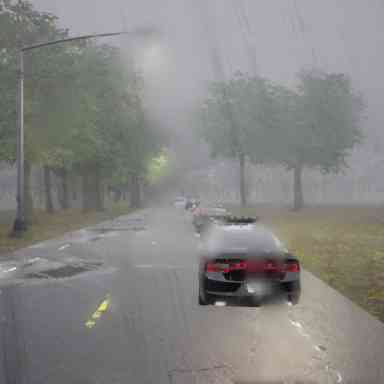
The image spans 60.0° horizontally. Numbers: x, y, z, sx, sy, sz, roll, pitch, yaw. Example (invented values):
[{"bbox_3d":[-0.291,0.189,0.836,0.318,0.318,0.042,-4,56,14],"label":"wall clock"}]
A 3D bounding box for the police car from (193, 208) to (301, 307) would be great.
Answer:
[{"bbox_3d":[1.076,1.423,8.184,1.930,1.638,5.238,0,0,0],"label":"police car"}]

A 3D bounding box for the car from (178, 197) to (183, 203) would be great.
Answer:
[{"bbox_3d":[-3.234,1.952,84.524,1.882,1.535,5.008,0,-1,0],"label":"car"}]

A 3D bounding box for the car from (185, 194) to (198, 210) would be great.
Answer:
[{"bbox_3d":[0.188,1.471,45.534,2.097,1.767,4.553,0,0,1],"label":"car"}]

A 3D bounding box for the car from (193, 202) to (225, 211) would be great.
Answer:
[{"bbox_3d":[1.107,1.503,18.075,1.837,1.490,4.892,0,0,0],"label":"car"}]

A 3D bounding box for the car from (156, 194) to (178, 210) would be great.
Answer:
[{"bbox_3d":[-3.461,1.332,44.474,2.150,2.045,5.566,0,0,0],"label":"car"}]

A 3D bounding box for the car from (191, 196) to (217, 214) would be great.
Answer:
[{"bbox_3d":[1.125,1.356,24.047,2.097,1.767,4.553,0,0,0],"label":"car"}]

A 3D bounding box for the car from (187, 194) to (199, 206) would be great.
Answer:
[{"bbox_3d":[0.187,1.463,59.521,2.150,2.045,5.566,0,-1,0],"label":"car"}]
